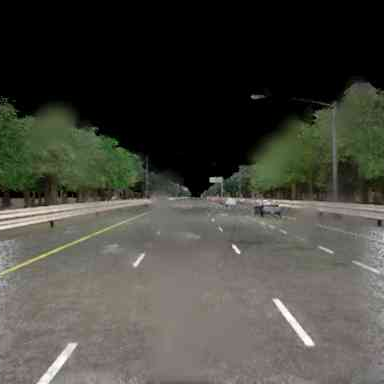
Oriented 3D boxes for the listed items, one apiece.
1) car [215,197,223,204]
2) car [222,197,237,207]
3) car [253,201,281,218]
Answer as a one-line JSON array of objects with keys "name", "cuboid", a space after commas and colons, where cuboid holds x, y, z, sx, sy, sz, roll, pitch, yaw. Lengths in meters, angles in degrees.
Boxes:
[{"name": "car", "cuboid": [7.271, 1.995, 77.874, 2.097, 1.767, 4.553, 0, -1, 0]}, {"name": "car", "cuboid": [7.160, 1.953, 61.738, 1.812, 1.442, 4.674, 0, -1, 0]}, {"name": "car", "cuboid": [7.030, 1.589, 31.416, 2.128, 1.511, 4.902, 0, 0, 0]}]
